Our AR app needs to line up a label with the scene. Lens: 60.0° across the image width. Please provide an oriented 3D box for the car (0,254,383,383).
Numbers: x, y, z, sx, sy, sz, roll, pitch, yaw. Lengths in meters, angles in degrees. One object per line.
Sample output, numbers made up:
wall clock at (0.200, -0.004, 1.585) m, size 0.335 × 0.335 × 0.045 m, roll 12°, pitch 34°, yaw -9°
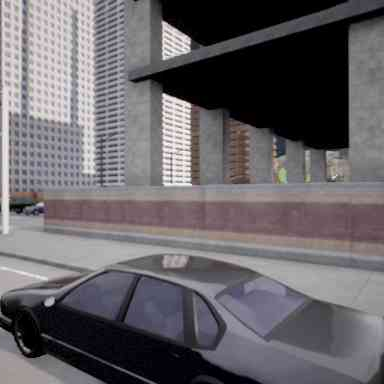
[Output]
car at (-0.394, 1.564, 4.275) m, size 5.357 × 1.411 × 2.033 m, roll 0°, pitch 0°, yaw 36°

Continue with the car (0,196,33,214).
car at (-19.543, 1.442, 35.451) m, size 2.150 × 2.045 × 5.566 m, roll 0°, pitch 0°, yaw 36°

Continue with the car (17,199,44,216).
car at (-15.401, 1.725, 35.167) m, size 1.812 × 1.442 × 4.674 m, roll 0°, pitch 0°, yaw 36°
